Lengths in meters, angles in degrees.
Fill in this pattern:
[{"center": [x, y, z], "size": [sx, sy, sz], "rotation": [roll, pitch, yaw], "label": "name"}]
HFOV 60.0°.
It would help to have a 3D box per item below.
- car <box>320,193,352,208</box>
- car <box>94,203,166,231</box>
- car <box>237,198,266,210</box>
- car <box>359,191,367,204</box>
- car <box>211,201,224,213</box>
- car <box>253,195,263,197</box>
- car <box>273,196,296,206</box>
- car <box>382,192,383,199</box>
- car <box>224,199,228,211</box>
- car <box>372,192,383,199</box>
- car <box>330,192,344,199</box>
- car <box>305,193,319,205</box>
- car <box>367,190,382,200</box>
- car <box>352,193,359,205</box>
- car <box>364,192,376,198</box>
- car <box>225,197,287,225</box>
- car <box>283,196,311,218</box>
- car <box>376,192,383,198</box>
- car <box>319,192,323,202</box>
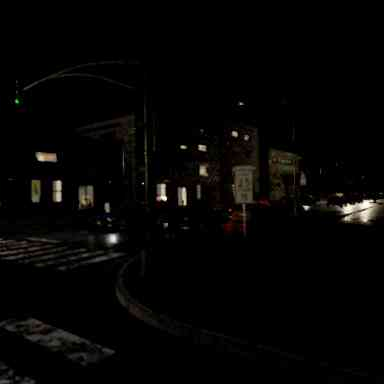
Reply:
[{"center": [17.221, 1.118, 39.647], "size": [2.008, 1.369, 4.403], "rotation": [-1, 0, 36], "label": "car"}, {"center": [-3.741, 1.448, 20.604], "size": [1.882, 1.535, 5.008], "rotation": [-2, 0, 36], "label": "car"}, {"center": [7.193, 1.404, 40.086], "size": [1.802, 1.307, 4.206], "rotation": [-1, 0, 36], "label": "car"}, {"center": [23.713, 0.903, 48.607], "size": [1.967, 1.590, 4.097], "rotation": [-1, 0, 36], "label": "car"}, {"center": [3.846, 1.401, 35.468], "size": [1.752, 1.417, 4.829], "rotation": [-1, 0, 36], "label": "car"}, {"center": [6.152, 1.162, 34.251], "size": [2.097, 1.767, 4.553], "rotation": [-2, -1, 36], "label": "car"}, {"center": [13.687, 1.300, 49.046], "size": [1.802, 1.307, 4.206], "rotation": [-1, 0, 36], "label": "car"}, {"center": [36.703, 0.824, 66.526], "size": [1.947, 1.339, 4.313], "rotation": [-1, 0, 36], "label": "car"}, {"center": [4.845, 1.397, 27.164], "size": [1.895, 1.301, 4.718], "rotation": [-2, 0, 36], "label": "car"}, {"center": [39.950, 0.773, 71.006], "size": [1.947, 1.339, 4.313], "rotation": [-1, 0, 36], "label": "car"}, {"center": [33.167, 0.850, 75.925], "size": [1.967, 1.590, 4.097], "rotation": [-1, 0, 36], "label": "car"}, {"center": [16.492, 1.244, 48.344], "size": [1.994, 1.385, 4.181], "rotation": [-2, 0, 36], "label": "car"}, {"center": [33.452, 0.624, 62.046], "size": [2.192, 1.841, 5.009], "rotation": [-1, 0, 36], "label": "car"}, {"center": [20.468, 1.097, 44.127], "size": [1.802, 1.307, 4.206], "rotation": [-1, 0, 36], "label": "car"}, {"center": [42.043, 0.699, 78.490], "size": [1.837, 1.490, 4.892], "rotation": [-2, 0, 36], "label": "car"}, {"center": [4.332, 1.300, 21.864], "size": [1.752, 1.417, 4.829], "rotation": [-1, 0, 36], "label": "car"}, {"center": [7.480, 1.275, 26.207], "size": [2.008, 1.369, 4.403], "rotation": [-1, 0, 36], "label": "car"}, {"center": [43.023, 0.704, 75.233], "size": [1.887, 1.381, 4.507], "rotation": [-1, 0, 36], "label": "car"}, {"center": [23.423, 0.877, 62.486], "size": [2.192, 1.841, 5.009], "rotation": [-1, 0, 36], "label": "car"}]
